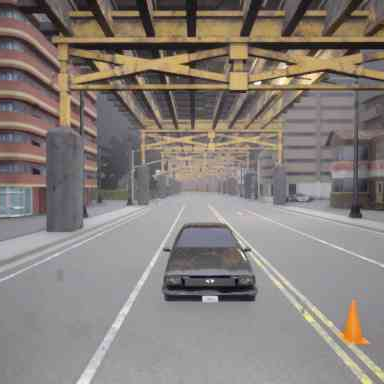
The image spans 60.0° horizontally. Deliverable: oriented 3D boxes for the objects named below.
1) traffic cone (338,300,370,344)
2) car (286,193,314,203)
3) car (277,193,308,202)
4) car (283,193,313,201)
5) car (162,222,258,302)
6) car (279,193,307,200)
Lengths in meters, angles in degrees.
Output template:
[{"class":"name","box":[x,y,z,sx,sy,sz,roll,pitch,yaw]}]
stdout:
[{"class":"traffic cone","box":[2.453,1.949,5.059,0.340,0.580,0.340,0,0,0]},{"class":"car","box":[17.458,1.005,54.781,4.974,1.542,2.038,0,1,-20]},{"class":"car","box":[17.806,0.957,58.938,4.974,1.542,2.038,0,1,25]},{"class":"car","box":[17.507,0.847,54.797,4.536,1.218,1.853,0,1,-20]},{"class":"car","box":[0.360,1.533,8.666,2.033,1.411,5.357,0,0,1]},{"class":"car","box":[17.853,0.800,58.915,4.536,1.218,1.853,0,1,25]}]
